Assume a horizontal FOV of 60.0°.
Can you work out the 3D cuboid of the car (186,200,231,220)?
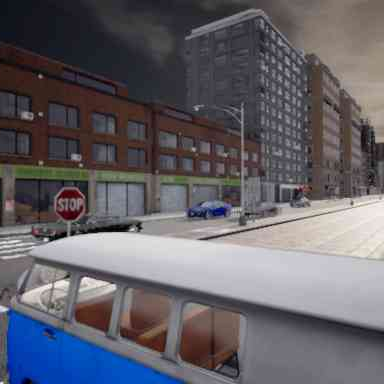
[{"bbox_3d":[1.473,1.445,27.913,1.882,1.535,5.008,0,0,36],"label":"car"}]

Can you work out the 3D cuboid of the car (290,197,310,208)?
[{"bbox_3d":[15.422,1.451,47.313,1.812,1.442,4.674,0,0,36],"label":"car"}]

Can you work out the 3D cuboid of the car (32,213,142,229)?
[{"bbox_3d":[-4.349,1.560,14.672,1.895,1.301,4.718,0,0,35],"label":"car"}]

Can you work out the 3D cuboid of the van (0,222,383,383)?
[{"bbox_3d":[0.025,1.340,2.796,3.998,1.788,1.690,0,0,35],"label":"van"}]

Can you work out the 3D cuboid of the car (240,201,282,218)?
[{"bbox_3d":[6.184,1.497,29.437,2.033,1.411,5.357,0,0,35],"label":"car"}]
